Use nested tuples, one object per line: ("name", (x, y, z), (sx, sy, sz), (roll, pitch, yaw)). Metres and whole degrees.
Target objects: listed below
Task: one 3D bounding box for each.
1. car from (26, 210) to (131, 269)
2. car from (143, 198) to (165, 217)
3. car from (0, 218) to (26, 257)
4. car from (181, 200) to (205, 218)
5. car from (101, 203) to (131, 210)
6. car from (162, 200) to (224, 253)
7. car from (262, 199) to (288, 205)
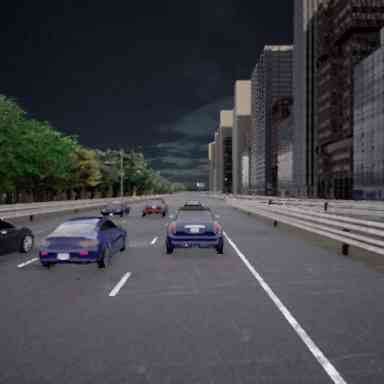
("car", (-3.401, 1.536, 11.092), (1.812, 1.442, 4.674), (0, 0, 0))
("car", (-3.399, 1.391, 31.797), (2.097, 1.767, 4.553), (0, 0, 0))
("car", (-6.907, 1.515, 10.691), (1.837, 1.490, 4.892), (0, 0, 0))
("car", (0.100, 1.530, 32.018), (2.128, 1.511, 4.902), (0, 0, 0))
("car", (-6.900, 1.638, 30.680), (1.895, 1.301, 4.718), (0, 0, 0))
("car", (0.102, 1.364, 13.805), (2.097, 1.767, 4.553), (0, 0, 0))
("car", (12.338, 1.740, 49.897), (1.895, 1.301, 4.718), (0, 0, -16))
